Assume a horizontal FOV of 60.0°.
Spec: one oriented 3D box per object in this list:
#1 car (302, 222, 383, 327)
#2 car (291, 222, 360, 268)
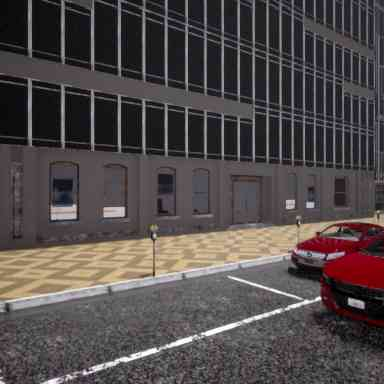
[{"bbox_3d":[4.608,1.477,6.678,5.008,1.535,1.882,0,0,-36],"label":"car"},{"bbox_3d":[4.782,1.582,9.989,4.206,1.307,1.802,0,0,-36],"label":"car"}]
